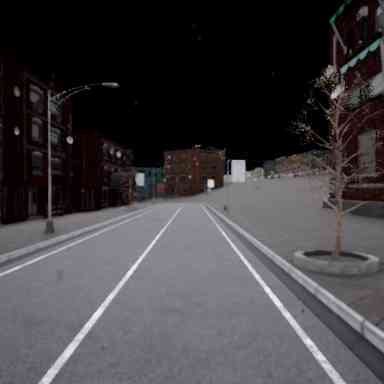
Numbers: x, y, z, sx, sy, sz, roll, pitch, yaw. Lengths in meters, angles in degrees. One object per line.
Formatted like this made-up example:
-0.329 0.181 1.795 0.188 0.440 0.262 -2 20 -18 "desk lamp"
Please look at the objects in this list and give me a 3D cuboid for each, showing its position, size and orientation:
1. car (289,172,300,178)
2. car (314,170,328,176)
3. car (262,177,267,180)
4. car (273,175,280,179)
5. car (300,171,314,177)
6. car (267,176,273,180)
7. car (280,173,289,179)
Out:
22.932 -3.555 70.312 2.185 1.767 4.553 0 1 -5 "car"
24.252 -3.222 59.146 2.002 1.452 4.674 0 1 -7 "car"
21.755 -3.730 92.416 2.231 1.521 4.892 0 0 -1 "car"
22.115 -3.554 81.355 2.002 1.452 4.674 0 1 -2 "car"
23.551 -3.314 64.621 2.163 1.488 4.792 0 1 -6 "car"
21.883 -3.671 86.898 2.231 1.521 4.892 0 1 -1 "car"
22.465 -3.511 75.818 2.097 1.535 5.008 0 1 -4 "car"
